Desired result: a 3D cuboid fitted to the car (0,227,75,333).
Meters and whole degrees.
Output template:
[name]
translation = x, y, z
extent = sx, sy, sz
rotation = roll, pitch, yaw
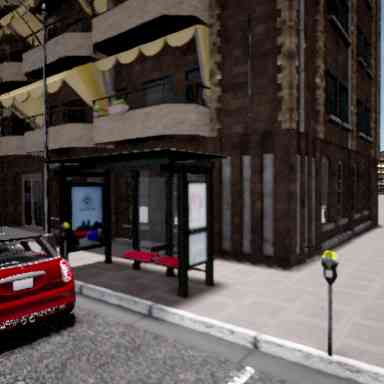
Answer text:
[car]
translation = -3.965, 1.336, 5.950
extent = 4.097, 1.590, 1.967
rotation = 1, 1, 37
